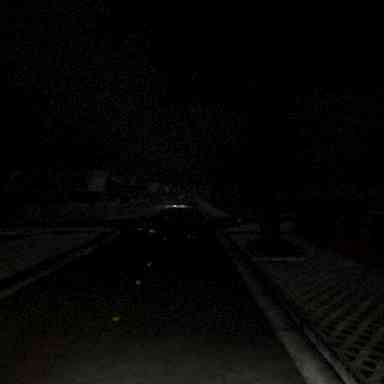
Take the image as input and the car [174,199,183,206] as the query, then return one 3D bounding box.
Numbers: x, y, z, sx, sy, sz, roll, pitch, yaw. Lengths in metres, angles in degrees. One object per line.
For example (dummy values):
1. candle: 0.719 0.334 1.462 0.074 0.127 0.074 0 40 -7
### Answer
1. car: -2.842 2.257 71.517 1.895 1.301 4.718 0 0 0
